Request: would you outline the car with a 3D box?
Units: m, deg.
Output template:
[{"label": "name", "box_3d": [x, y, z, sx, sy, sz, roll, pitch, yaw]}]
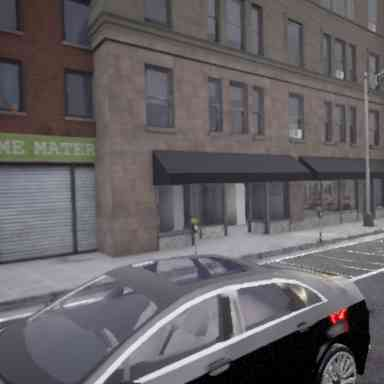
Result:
[{"label": "car", "box_3d": [-0.277, 1.454, 3.056, 4.902, 1.511, 2.128, -2, 1, -35]}]
